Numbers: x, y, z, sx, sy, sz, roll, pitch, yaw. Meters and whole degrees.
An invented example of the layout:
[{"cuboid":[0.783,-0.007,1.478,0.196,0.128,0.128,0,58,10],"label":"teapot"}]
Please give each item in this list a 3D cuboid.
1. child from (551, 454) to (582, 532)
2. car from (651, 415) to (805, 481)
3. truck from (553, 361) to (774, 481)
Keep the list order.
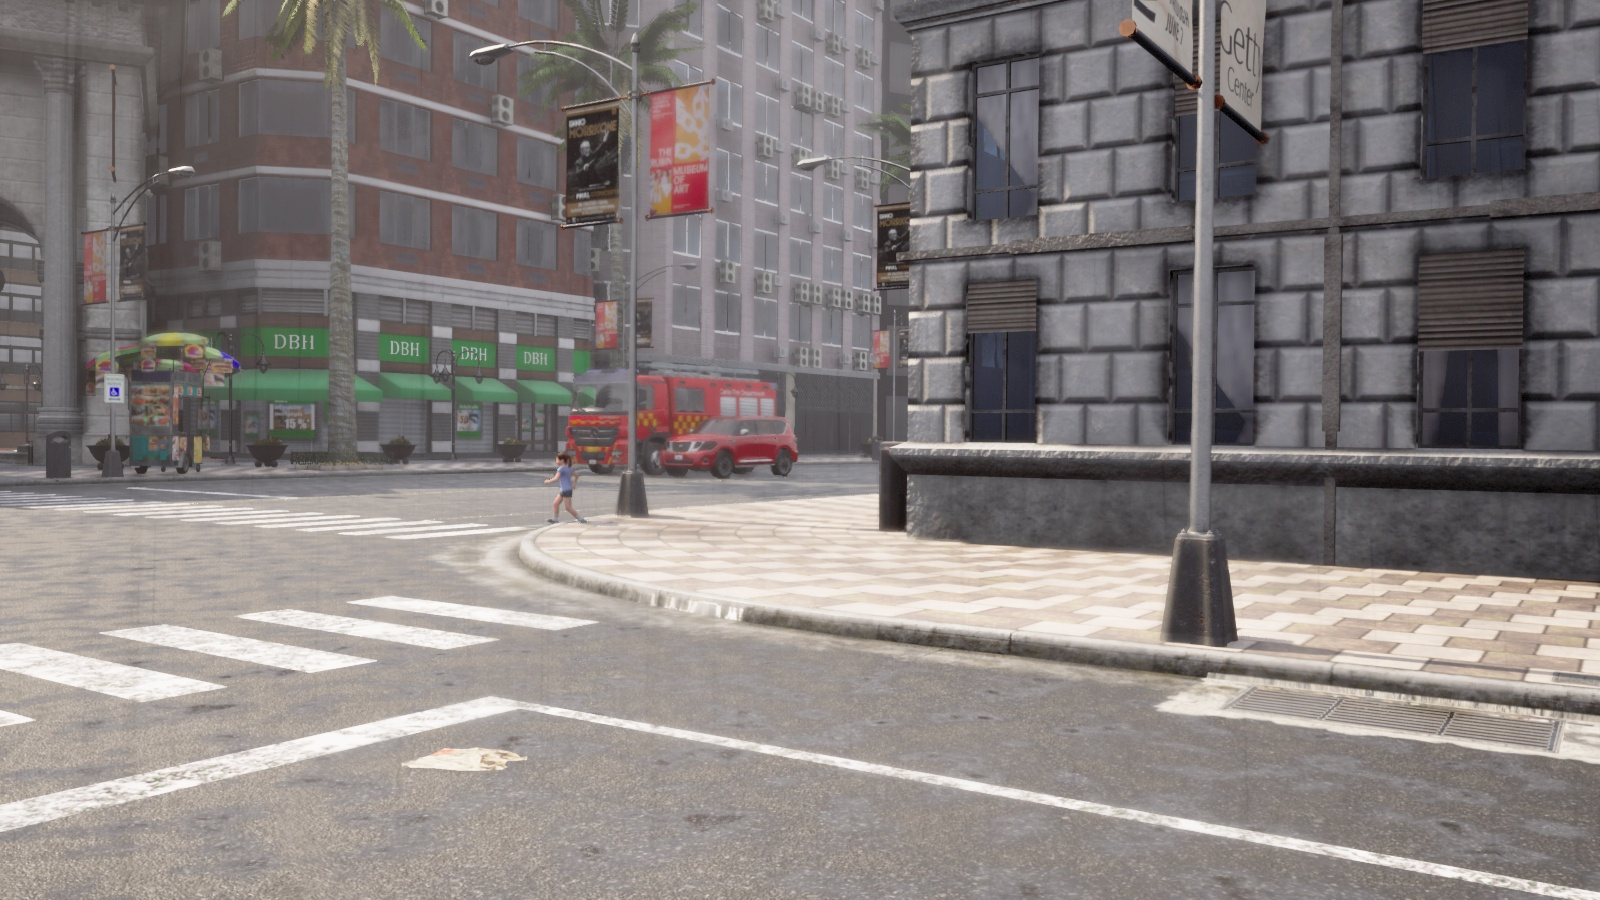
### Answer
[{"cuboid":[-3.363,0.611,18.088,0.394,1.110,0.255,-1,1,-1],"label":"child"},{"cuboid":[-2.281,-0.098,41.708,2.150,2.045,5.566,0,1,34],"label":"car"},{"cuboid":[-4.592,-1.000,44.548,2.891,3.827,8.468,0,1,35],"label":"truck"}]
